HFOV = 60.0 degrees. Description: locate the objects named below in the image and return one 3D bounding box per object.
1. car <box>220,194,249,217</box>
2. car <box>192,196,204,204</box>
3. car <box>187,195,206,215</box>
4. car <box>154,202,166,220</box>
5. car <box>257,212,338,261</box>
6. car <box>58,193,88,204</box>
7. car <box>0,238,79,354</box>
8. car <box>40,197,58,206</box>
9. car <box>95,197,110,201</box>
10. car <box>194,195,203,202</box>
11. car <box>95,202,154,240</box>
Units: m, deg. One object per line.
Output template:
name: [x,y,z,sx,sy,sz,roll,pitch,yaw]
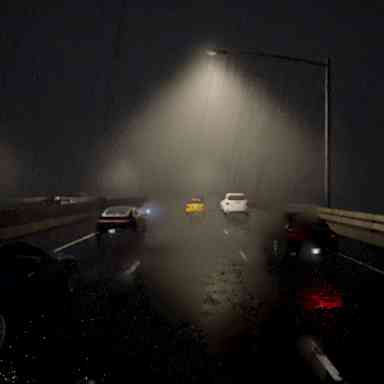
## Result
car: [3.918,1.173,31.169,2.150,2.045,5.566,0,0,1]
car: [1.172,1.413,60.116,2.128,1.511,4.902,0,0,2]
car: [0.401,1.402,33.391,1.801,1.575,5.366,0,0,1]
car: [-3.255,1.500,27.617,2.033,1.411,5.357,0,0,1]
car: [3.663,1.482,12.229,1.837,1.490,4.892,0,0,0]
car: [-16.819,1.144,48.084,2.150,2.045,5.566,0,0,2]
car: [-3.486,1.513,5.682,1.812,1.442,4.674,0,0,0]
car: [-20.313,1.411,48.325,2.128,1.511,4.902,0,0,2]
car: [-13.277,1.448,49.220,1.812,1.442,4.674,0,0,2]
car: [1.502,1.460,74.486,2.033,1.411,5.357,0,0,2]
car: [-3.405,1.461,16.649,2.128,1.511,4.902,0,0,1]
